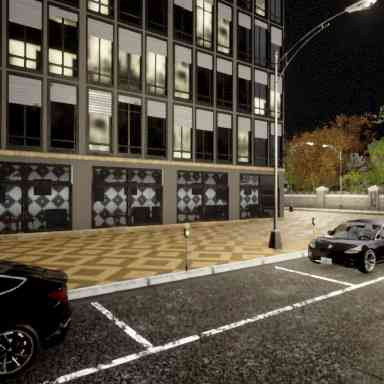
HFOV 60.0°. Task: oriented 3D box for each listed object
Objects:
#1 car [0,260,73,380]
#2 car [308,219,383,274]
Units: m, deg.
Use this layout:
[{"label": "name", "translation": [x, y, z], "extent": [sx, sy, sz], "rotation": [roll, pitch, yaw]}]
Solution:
[{"label": "car", "translation": [-3.677, 1.566, 3.935], "extent": [4.313, 1.339, 1.947], "rotation": [0, 0, -36]}, {"label": "car", "translation": [5.551, 1.562, 10.623], "extent": [4.313, 1.339, 1.947], "rotation": [0, 0, -36]}]
